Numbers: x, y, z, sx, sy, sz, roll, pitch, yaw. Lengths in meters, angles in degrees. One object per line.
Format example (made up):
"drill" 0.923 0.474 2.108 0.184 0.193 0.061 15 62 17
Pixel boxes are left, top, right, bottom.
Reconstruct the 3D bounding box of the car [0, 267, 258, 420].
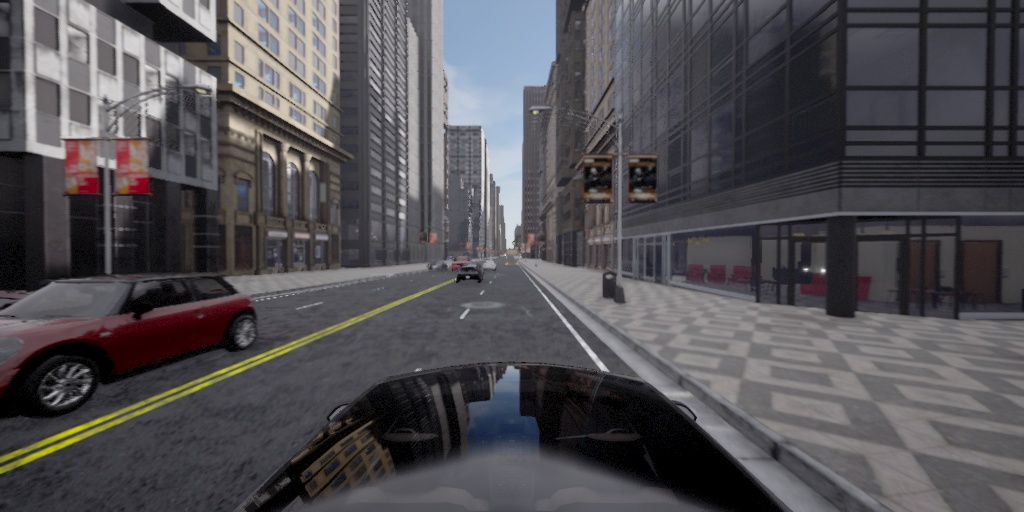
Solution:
"car" -6.600 1.101 5.893 2.097 1.767 4.553 0 0 0

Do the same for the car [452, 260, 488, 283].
"car" -3.155 1.273 27.981 1.837 1.490 4.892 0 -1 0

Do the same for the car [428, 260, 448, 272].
"car" -9.833 1.311 47.935 2.128 1.511 4.902 0 0 0

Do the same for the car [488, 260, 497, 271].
"car" -3.159 1.352 50.734 1.812 1.442 4.674 0 0 0

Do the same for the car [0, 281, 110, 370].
"car" -9.850 1.274 5.641 1.812 1.442 4.674 0 0 0

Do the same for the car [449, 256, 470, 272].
"car" -6.587 1.040 47.234 2.150 2.045 5.566 0 0 0
